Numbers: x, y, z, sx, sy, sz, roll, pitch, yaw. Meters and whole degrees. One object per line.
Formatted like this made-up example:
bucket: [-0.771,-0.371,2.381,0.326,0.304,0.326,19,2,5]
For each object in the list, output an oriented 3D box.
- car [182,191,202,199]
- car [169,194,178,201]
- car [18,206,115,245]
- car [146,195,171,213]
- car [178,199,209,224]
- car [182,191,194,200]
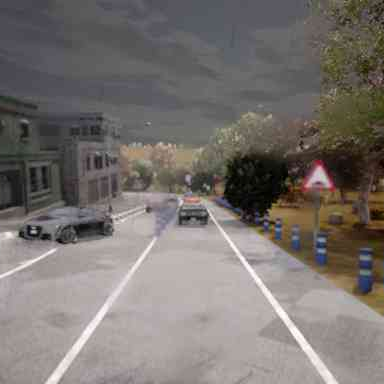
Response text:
car: [0.069,0.988,39.411,2.097,1.767,4.553,0,1,0]
car: [-3.418,1.027,56.528,1.994,1.385,4.181,0,1,0]
car: [-5.142,1.312,14.216,1.994,1.385,4.181,2,0,22]
car: [-3.373,1.215,32.472,1.812,1.442,4.674,0,0,0]
car: [0.072,1.366,22.131,1.895,1.301,4.718,0,-1,0]
car: [-0.868,0.655,66.212,1.837,1.490,4.892,-1,2,-7]
